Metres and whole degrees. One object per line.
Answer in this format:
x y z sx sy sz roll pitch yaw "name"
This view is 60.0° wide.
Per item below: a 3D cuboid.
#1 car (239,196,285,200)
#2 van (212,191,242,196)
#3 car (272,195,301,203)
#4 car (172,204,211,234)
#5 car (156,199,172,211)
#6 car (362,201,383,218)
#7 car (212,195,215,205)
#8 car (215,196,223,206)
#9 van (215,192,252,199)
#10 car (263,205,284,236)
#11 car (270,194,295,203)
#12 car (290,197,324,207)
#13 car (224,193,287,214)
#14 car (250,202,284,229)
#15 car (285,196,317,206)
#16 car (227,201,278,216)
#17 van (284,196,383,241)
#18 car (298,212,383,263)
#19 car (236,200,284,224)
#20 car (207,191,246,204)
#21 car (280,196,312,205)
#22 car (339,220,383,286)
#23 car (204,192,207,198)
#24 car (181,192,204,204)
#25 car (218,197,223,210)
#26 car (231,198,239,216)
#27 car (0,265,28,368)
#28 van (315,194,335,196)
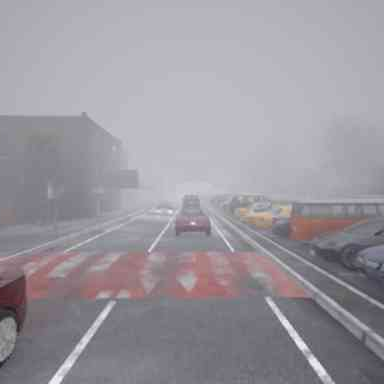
6.065 1.412 24.516 4.553 1.767 2.185 0 0 -1 "car"
5.879 1.315 52.790 4.442 1.987 1.878 0 1 -1 "van"
18.225 1.390 64.375 5.008 1.535 2.097 0 1 -1 "car"
0.048 1.630 19.565 1.994 1.385 4.181 0 0 0 "car"
-3.562 1.632 43.753 1.812 1.442 4.674 0 0 0 "car"
18.554 1.564 30.349 4.892 1.521 2.231 0 0 -1 "car"
5.792 1.617 49.967 4.674 1.452 2.002 0 1 -1 "car"
5.846 1.663 44.303 4.674 1.452 2.002 0 0 -1 "car"
5.932 1.383 47.260 4.442 1.987 1.878 0 0 -1 "van"
6.113 1.538 16.038 4.674 1.452 2.002 0 0 -1 "car"
18.173 1.229 67.073 4.553 1.767 2.185 0 1 -1 "car"
18.307 1.567 53.082 4.792 1.488 2.163 0 1 -1 "car"
6.008 1.312 30.168 5.566 2.045 2.435 0 0 -1 "car"
6.274 1.508 18.865 5.366 1.575 1.946 0 0 -1 "car"
18.280 1.530 55.906 4.792 1.488 2.163 0 1 -1 "car"
5.955 1.616 32.991 4.674 1.452 2.002 0 0 -1 "car"
6.259 1.260 13.215 4.442 1.987 1.878 0 0 -1 "van"
6.140 1.502 10.387 4.792 1.488 2.163 0 0 -1 "car"
5.875 1.521 21.688 5.366 1.575 1.946 0 0 -1 "car"
5.707 1.252 55.613 5.566 2.045 2.435 0 1 -1 "car"
18.291 1.467 58.604 4.892 1.521 2.231 0 1 -1 "car"
6.200 1.500 7.561 4.674 1.452 2.002 0 0 -1 "car"
5.601 1.312 72.571 4.792 1.488 2.163 0 1 -1 "car"
-0.086 1.336 39.955 2.150 2.045 5.566 0 0 0 "car"
5.893 1.602 38.643 5.008 1.535 2.097 0 0 -1 "car"
6.192 1.547 27.342 5.366 1.575 1.946 0 0 -1 "car"
-3.356 1.495 2.886 1.882 1.535 5.008 0 0 0 "car"
18.324 1.389 41.644 4.442 1.987 1.878 0 0 0 "van"
